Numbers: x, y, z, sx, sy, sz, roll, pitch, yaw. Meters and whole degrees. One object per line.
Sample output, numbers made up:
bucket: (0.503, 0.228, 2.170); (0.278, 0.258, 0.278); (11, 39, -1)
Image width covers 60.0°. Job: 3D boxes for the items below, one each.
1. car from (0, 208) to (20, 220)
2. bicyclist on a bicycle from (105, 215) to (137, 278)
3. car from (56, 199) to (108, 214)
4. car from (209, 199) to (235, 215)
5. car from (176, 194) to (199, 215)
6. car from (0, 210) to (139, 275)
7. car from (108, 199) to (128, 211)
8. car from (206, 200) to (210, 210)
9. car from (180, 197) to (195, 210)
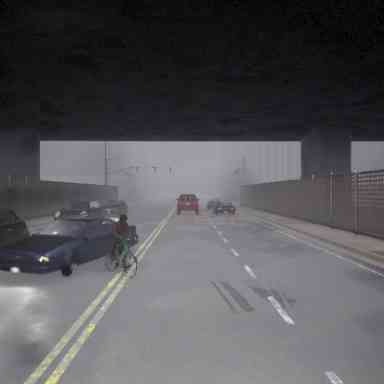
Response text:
car: (-7.234, 1.352, 10.803); (2.097, 1.767, 4.553); (0, 0, -1)
bicyclist on a bicycle: (-1.931, 1.428, 8.946); (0.582, 1.620, 1.656); (1, 0, -43)
car: (-7.344, 1.352, 21.979); (2.097, 1.767, 4.553); (0, 0, 0)
car: (3.140, 1.600, 33.593); (1.895, 1.301, 4.718); (0, 0, -1)
car: (-0.422, 1.221, 34.276); (2.150, 2.045, 5.566); (0, 0, -1)
car: (-3.619, 1.555, 10.846); (2.033, 1.411, 5.357); (0, 0, 18)
car: (-7.507, 1.491, 32.464); (2.128, 1.511, 4.902); (0, 0, -1)
car: (2.985, 1.564, 43.614); (1.994, 1.385, 4.181); (0, 0, -1)
car: (-0.623, 1.477, 44.985); (1.882, 1.535, 5.008); (0, 0, -1)
